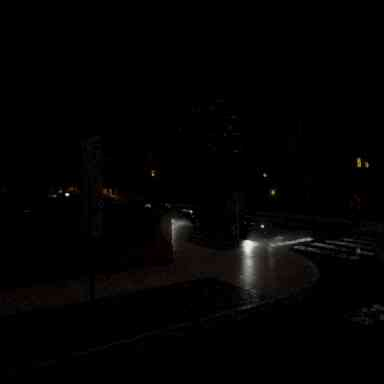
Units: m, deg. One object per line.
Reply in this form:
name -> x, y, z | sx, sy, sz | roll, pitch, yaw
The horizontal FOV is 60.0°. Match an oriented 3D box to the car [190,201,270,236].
car -> 1.815, 1.285, 17.259 | 1.837, 1.490, 4.892 | -2, 2, -36

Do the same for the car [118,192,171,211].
car -> -3.429, 0.946, 24.776 | 2.097, 1.767, 4.553 | -2, 2, -35

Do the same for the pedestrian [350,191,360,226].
pedestrian -> 8.621, 0.860, 17.630 | 0.375, 1.860, 0.375 | 0, 0, -35

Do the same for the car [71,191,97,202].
car -> -15.479, 0.575, 47.420 | 2.033, 1.411, 5.357 | -2, 2, -35

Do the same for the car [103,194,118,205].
car -> -8.692, 0.934, 32.419 | 1.812, 1.442, 4.674 | -2, 2, -34

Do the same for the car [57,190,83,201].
car -> -14.576, 0.753, 40.981 | 2.033, 1.411, 5.357 | -2, 2, -34
